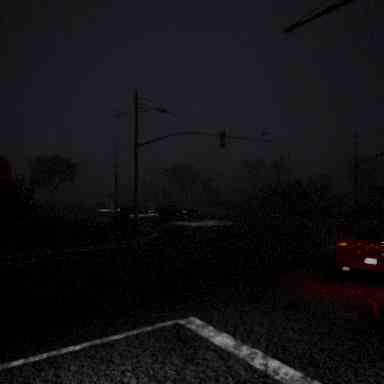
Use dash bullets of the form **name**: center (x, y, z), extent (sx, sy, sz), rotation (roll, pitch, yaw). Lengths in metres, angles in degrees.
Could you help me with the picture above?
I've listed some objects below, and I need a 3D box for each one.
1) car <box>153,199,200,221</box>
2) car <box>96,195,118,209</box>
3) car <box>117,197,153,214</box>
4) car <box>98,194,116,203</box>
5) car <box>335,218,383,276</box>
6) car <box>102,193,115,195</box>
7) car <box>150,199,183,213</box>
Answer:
- **car**: center (-1.204, 1.568, 28.758), extent (1.882, 1.535, 5.008), rotation (0, 0, -33)
- **car**: center (-11.795, 1.552, 45.543), extent (1.812, 1.442, 4.674), rotation (0, 0, -32)
- **car**: center (-6.470, 1.591, 37.113), extent (1.837, 1.490, 4.892), rotation (0, 0, -32)
- **car**: center (-16.868, 1.275, 66.185), extent (1.812, 1.442, 4.674), rotation (0, 1, -37)
- **car**: center (5.724, 1.538, 10.192), extent (1.882, 1.535, 5.008), rotation (1, 1, 33)
- **car**: center (-14.167, 1.138, 56.124), extent (2.150, 2.045, 5.566), rotation (0, 1, -33)
- **car**: center (-3.049, 1.611, 38.625), extent (1.837, 1.490, 4.892), rotation (0, -1, -32)
